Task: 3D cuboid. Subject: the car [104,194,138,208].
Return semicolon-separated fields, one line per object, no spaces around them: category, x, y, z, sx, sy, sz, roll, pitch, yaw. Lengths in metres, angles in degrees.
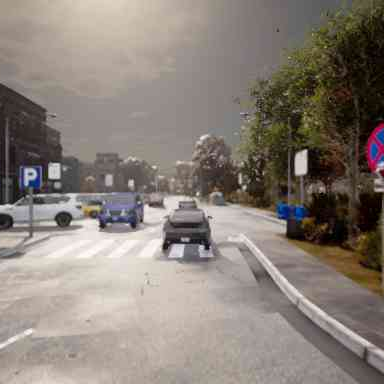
car;-10.210;1.235;47.904;4.553;1.767;2.185;-1;0;-21

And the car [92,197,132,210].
car;-10.127;1.411;41.895;4.674;1.452;2.002;-1;0;-21

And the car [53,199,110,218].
car;-9.883;1.436;29.883;4.674;1.452;2.002;-1;0;-21

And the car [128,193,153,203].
car;-10.668;1.228;68.904;4.553;1.767;2.185;-1;0;-21

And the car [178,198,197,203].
car;-0.480;1.383;35.468;2.128;1.511;4.902;0;0;-1

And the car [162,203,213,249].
car;-0.192;1.442;14.274;1.837;1.490;4.892;0;0;1

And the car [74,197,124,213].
car;-9.998;1.383;35.885;5.008;1.535;2.097;-1;0;-21

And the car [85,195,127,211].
car;-10.101;1.252;38.886;4.553;1.767;2.185;-1;0;-21

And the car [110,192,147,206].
car;-10.331;1.103;53.917;5.566;2.045;2.435;-1;0;-21

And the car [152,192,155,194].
car;-10.512;1.100;62.932;5.566;2.045;2.435;-1;0;-21

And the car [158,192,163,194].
car;-11.018;1.378;86.915;4.892;1.521;2.231;-1;0;-21

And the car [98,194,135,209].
car;-10.153;1.240;44.903;4.553;1.767;2.185;-1;0;-21

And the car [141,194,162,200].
car;-10.907;1.376;89.983;5.366;1.575;1.946;-1;0;-21

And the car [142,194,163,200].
car;-10.979;1.381;92.983;5.366;1.575;1.946;-1;0;-21

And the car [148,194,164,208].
car;-4.865;1.352;45.955;1.882;1.535;5.008;0;0;-1

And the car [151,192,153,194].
car;-10.293;1.346;59.978;5.366;1.575;1.946;-1;0;-21

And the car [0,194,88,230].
car;-9.696;1.164;20.850;5.566;2.045;2.435;-1;0;-21

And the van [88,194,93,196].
van;-10.053;1.166;32.837;4.442;1.987;1.878;-1;0;-21

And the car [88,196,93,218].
car;-9.638;1.397;26.946;5.366;1.575;1.946;-1;0;-21

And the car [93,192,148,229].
car;-4.409;1.146;21.572;2.150;2.045;5.566;0;0;-1

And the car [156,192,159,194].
car;-10.726;1.387;74.926;4.792;1.488;2.163;-1;0;-21
